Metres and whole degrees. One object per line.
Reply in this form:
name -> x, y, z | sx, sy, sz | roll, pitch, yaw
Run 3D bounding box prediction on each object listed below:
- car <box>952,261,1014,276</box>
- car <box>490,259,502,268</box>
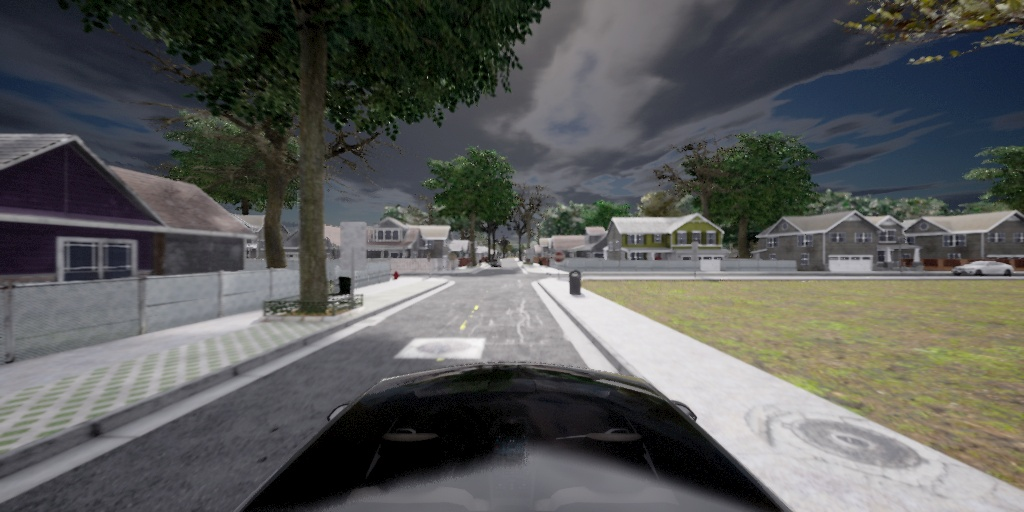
car -> 46.647, 1.228, 35.537 | 4.674, 1.442, 1.812 | 0, 0, 0
car -> -2.738, 1.278, 61.403 | 1.837, 1.490, 4.892 | 0, 2, 0
